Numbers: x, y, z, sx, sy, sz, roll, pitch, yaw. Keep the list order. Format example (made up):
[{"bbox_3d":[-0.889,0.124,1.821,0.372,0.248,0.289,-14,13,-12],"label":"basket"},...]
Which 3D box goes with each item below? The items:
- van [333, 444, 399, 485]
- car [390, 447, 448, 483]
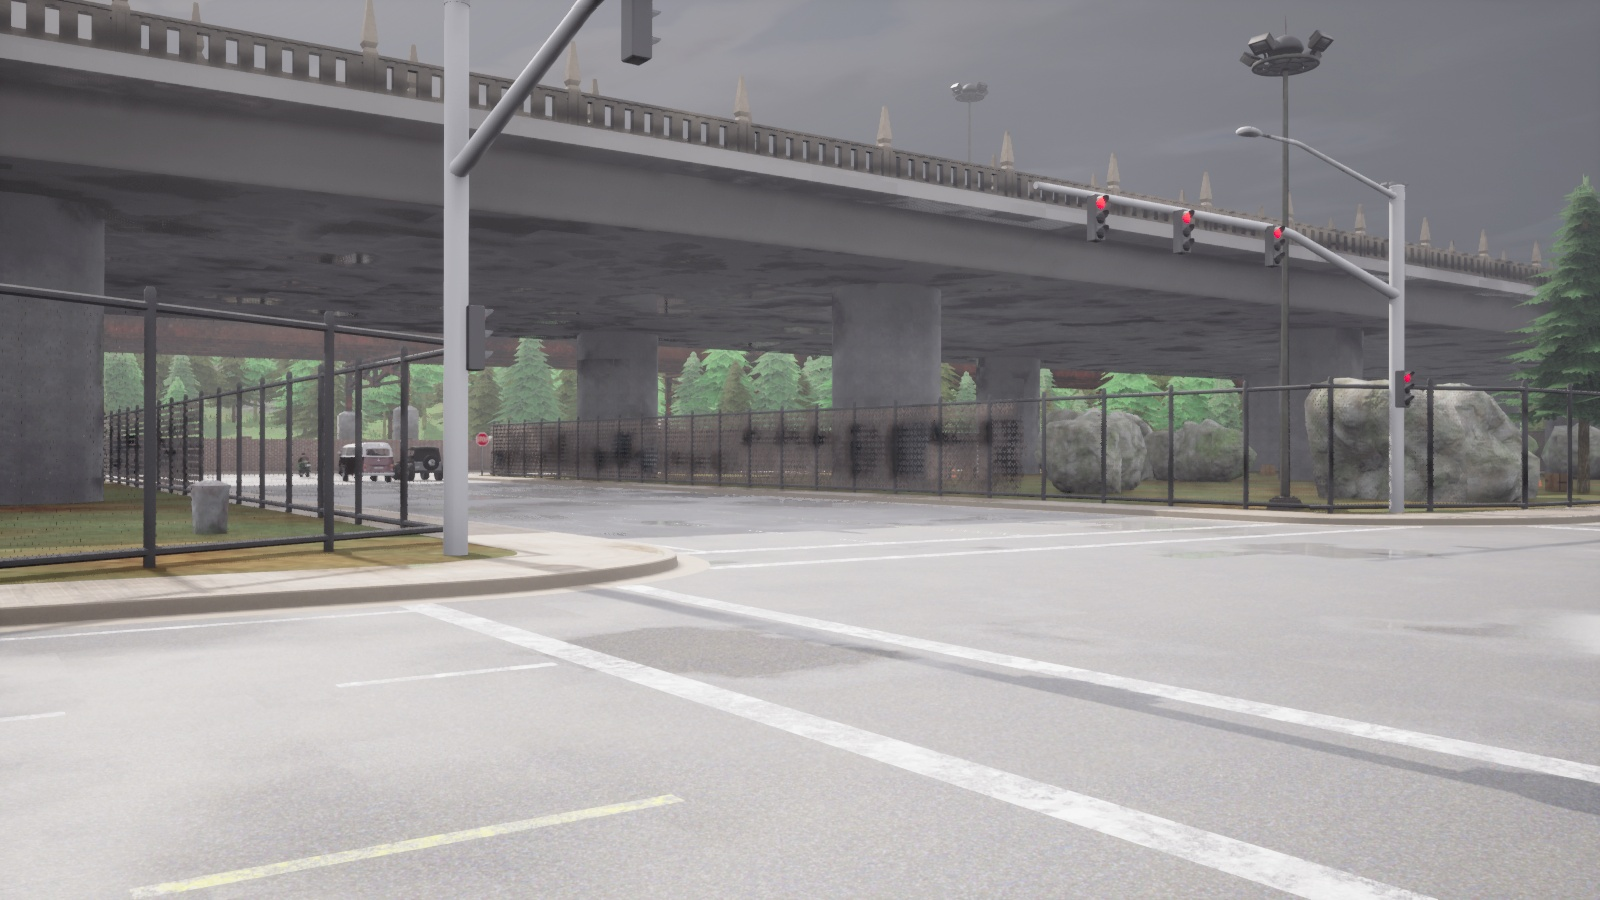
[{"bbox_3d":[-22.436,0.729,64.852,2.069,2.038,4.480,0,0,-35],"label":"van"},{"bbox_3d":[-20.874,0.809,68.727,1.905,1.878,3.866,0,0,-35],"label":"car"}]
